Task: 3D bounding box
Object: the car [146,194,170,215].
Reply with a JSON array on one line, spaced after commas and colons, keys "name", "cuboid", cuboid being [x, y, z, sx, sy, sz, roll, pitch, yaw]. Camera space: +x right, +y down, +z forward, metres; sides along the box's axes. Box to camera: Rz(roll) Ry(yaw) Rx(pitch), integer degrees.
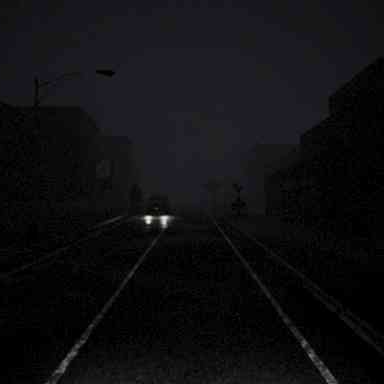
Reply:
[{"name": "car", "cuboid": [-3.462, 1.264, 35.073, 2.150, 2.045, 5.566, 0, 0, 0]}]
